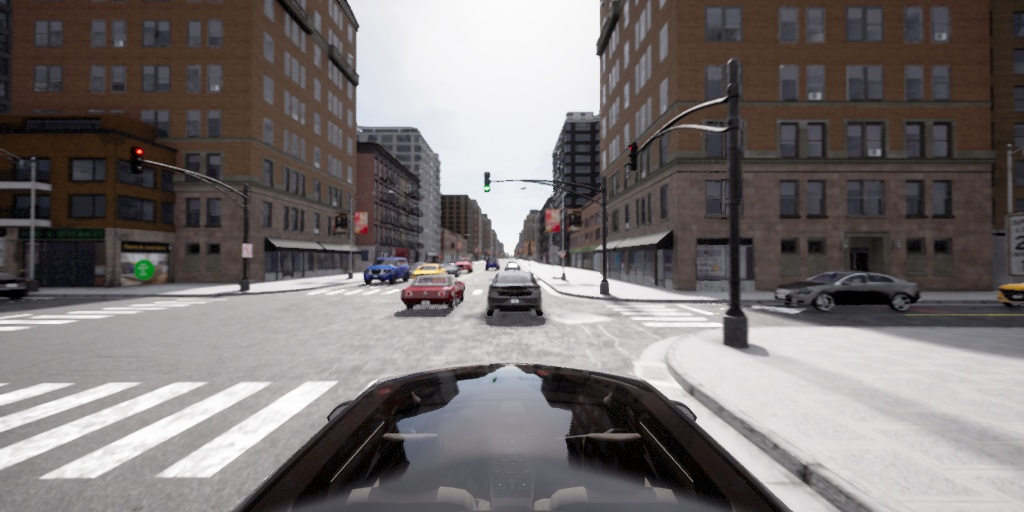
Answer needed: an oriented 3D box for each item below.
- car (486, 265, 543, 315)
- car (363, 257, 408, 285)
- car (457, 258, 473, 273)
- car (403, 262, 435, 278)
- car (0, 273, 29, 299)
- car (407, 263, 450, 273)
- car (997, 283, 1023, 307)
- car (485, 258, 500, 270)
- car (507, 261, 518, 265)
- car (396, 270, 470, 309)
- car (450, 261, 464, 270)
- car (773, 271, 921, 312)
[{"bbox_3d":[0.095,1.303,13.942,1.882,1.535,5.008,0,0,0],"label":"car"},{"bbox_3d":[-9.851,1.133,28.631,2.150,2.045,5.566,0,0,0],"label":"car"},{"bbox_3d":[-6.517,1.249,48.739,2.150,2.045,5.566,0,0,0],"label":"car"},{"bbox_3d":[-9.835,1.460,38.441,2.128,1.511,4.902,0,0,0],"label":"car"},{"bbox_3d":[-25.381,1.420,16.720,4.313,1.339,1.948,0,0,0],"label":"car"},{"bbox_3d":[-6.607,1.391,29.015,1.882,1.535,5.008,0,0,0],"label":"car"},{"bbox_3d":[22.692,1.364,14.320,5.008,1.535,1.882,0,-1,0],"label":"car"},{"bbox_3d":[-3.247,1.315,59.810,2.150,2.045,5.566,0,0,0],"label":"car"},{"bbox_3d":[0.085,1.560,43.224,1.994,1.385,4.181,0,0,0],"label":"car"},{"bbox_3d":[-3.154,1.437,15.344,1.895,1.301,4.718,0,0,0],"label":"car"},{"bbox_3d":[-6.592,1.530,38.008,1.994,1.385,4.181,0,0,0],"label":"car"},{"bbox_3d":[13.232,1.359,14.354,4.902,1.511,2.128,0,-1,0],"label":"car"}]
